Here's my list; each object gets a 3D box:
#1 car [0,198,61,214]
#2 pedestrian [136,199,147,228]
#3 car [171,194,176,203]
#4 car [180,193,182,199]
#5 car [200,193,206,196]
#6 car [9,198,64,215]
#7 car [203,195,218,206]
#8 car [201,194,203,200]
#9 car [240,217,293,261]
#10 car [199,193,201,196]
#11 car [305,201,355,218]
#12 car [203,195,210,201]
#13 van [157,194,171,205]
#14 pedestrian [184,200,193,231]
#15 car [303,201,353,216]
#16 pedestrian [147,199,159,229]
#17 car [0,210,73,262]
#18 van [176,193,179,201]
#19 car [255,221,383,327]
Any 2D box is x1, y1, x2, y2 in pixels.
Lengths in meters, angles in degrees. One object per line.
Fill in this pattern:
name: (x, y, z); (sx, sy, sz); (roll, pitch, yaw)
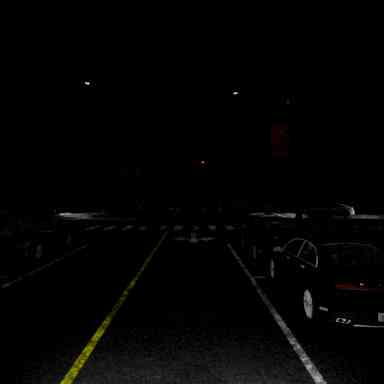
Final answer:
car: (-13.595, 1.270, 27.321); (4.902, 1.511, 2.128); (1, 0, 4)
pedestrian: (-3.124, 1.297, 20.425); (0.375, 1.860, 0.375); (0, 0, 0)
car: (-5.052, 1.591, 70.754); (1.947, 1.339, 4.313); (0, 0, 1)
car: (-4.736, 1.353, 92.802); (2.192, 1.841, 5.009); (0, 0, 1)
car: (3.472, 1.340, 70.635); (2.192, 1.841, 5.009); (0, 0, 1)
car: (-14.391, 1.335, 30.895); (4.181, 1.385, 1.994); (1, 0, -2)
car: (3.235, 1.567, 54.098); (2.008, 1.369, 4.403); (0, 0, 1)
car: (3.393, 1.573, 65.123); (2.008, 1.369, 4.403); (0, 0, 1)
car: (2.825, 1.552, 11.916); (2.008, 1.369, 4.403); (0, 0, 0)
car: (3.788, 1.478, 92.685); (1.967, 1.590, 4.097); (0, 0, 1)
car: (14.071, 1.817, 33.964); (4.674, 1.442, 1.812); (1, 0, 1)
car: (3.711, 1.560, 87.343); (1.752, 1.417, 4.829); (0, 0, 1)
van: (-5.210, 1.360, 59.730); (1.690, 1.788, 3.998); (0, 0, 1)
pedestrian: (-0.208, 1.297, 19.205); (0.375, 1.860, 0.375); (0, 0, 0)
car: (15.150, 1.822, 37.224); (4.892, 1.490, 1.837); (1, 0, 0)
pedestrian: (-2.334, 1.297, 19.824); (0.375, 1.860, 0.375); (0, 0, 0)
car: (-5.700, 1.552, 11.964); (2.008, 1.369, 4.403); (0, 0, 0)
van: (-4.894, 1.372, 81.778); (1.690, 1.788, 3.998); (0, 0, 1)
car: (2.799, 1.551, 6.924); (2.008, 1.369, 4.403); (0, 0, 0)
